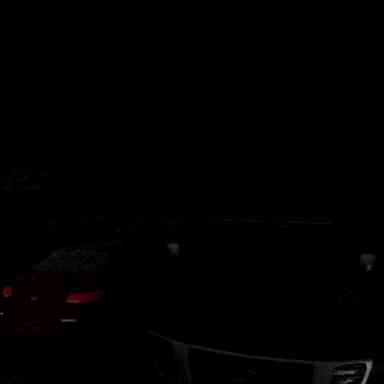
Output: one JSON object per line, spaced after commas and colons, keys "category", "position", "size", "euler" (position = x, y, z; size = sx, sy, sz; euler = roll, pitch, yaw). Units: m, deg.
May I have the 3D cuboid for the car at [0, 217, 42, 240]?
{"category": "car", "position": [-6.421, 1.495, 9.845], "size": [2.002, 1.452, 4.674], "euler": [1, 0, 14]}

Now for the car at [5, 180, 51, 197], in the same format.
{"category": "car", "position": [-20.664, -0.458, 41.563], "size": [5.566, 2.045, 2.435], "euler": [1, 6, 7]}

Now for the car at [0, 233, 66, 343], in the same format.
{"category": "car", "position": [-1.450, 1.509, 6.419], "size": [2.002, 1.452, 4.674], "euler": [0, -1, 15]}

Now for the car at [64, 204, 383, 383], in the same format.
{"category": "car", "position": [1.030, 1.225, 4.659], "size": [2.435, 2.045, 5.566], "euler": [1, 0, 15]}

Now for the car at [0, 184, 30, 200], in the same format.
{"category": "car", "position": [-22.068, 0.120, 38.921], "size": [4.674, 1.452, 2.002], "euler": [1, 6, 7]}
